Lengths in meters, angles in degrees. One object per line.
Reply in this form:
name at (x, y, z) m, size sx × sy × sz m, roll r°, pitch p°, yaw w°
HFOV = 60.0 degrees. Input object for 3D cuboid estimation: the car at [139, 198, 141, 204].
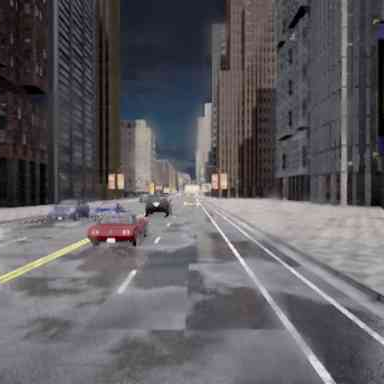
car at (-9.735, 1.672, 68.082) m, size 1.837 × 1.490 × 4.892 m, roll 0°, pitch 0°, yaw 0°

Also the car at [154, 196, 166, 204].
car at (-6.485, 1.650, 68.081) m, size 1.882 × 1.535 × 5.008 m, roll 0°, pitch 0°, yaw 0°

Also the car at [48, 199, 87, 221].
car at (-9.840, 1.374, 27.042) m, size 2.097 × 1.767 × 4.553 m, roll 0°, pitch 0°, yaw 0°

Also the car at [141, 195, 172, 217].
car at (-3.142, 1.255, 31.966) m, size 2.150 × 2.045 × 5.566 m, roll 0°, pitch 0°, yaw 0°

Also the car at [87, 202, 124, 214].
car at (-6.598, 1.547, 26.809) m, size 1.812 × 1.442 × 4.674 m, roll 0°, pitch 0°, yaw 0°

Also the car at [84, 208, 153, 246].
car at (-3.146, 1.604, 15.155) m, size 1.895 × 1.301 × 4.718 m, roll 0°, pitch 0°, yaw 0°

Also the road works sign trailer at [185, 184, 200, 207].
road works sign trailer at (0.021, 0.574, 53.079) m, size 2.380 × 3.560 × 2.880 m, roll 0°, pitch 0°, yaw 1°
